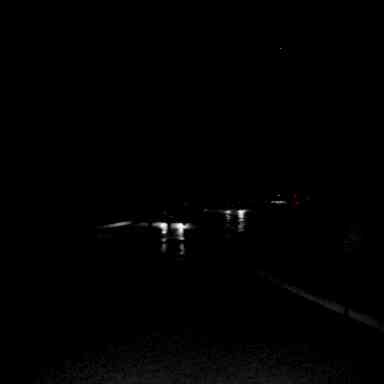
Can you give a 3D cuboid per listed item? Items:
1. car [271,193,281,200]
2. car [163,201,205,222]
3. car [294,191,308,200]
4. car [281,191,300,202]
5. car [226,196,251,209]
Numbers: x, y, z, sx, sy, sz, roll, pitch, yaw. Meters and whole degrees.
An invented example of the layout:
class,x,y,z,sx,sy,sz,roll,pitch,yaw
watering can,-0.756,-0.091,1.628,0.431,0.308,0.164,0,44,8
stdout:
class,x,y,z,sx,sy,sz,roll,pitch,yaw
car,14.353,0.556,57.317,2.097,1.767,4.553,-1,0,25
car,-0.511,1.415,25.753,1.812,1.442,4.674,-1,1,25
car,19.979,0.568,61.081,1.837,1.490,4.892,-1,0,25
car,15.719,0.546,51.976,2.097,1.767,4.553,-1,1,25
car,5.450,1.130,38.493,1.812,1.442,4.674,-1,1,25
